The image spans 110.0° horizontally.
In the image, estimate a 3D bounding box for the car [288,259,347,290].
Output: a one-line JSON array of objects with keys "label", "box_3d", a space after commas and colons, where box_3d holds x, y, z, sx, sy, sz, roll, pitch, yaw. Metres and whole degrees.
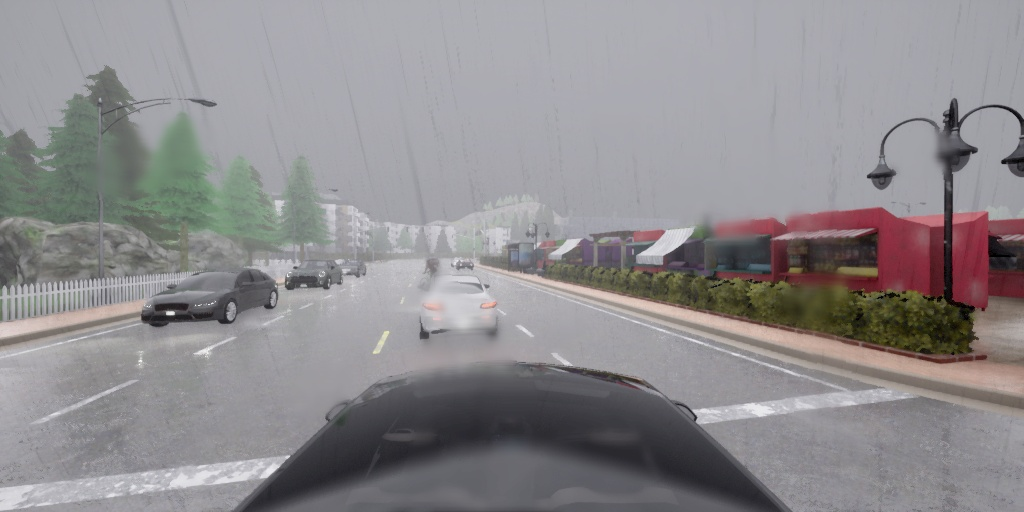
[{"label": "car", "box_3d": [-11.490, 0.966, 21.073, 2.097, 1.767, 4.553, 0, 0, -13]}]

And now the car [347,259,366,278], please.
[{"label": "car", "box_3d": [-13.734, 1.034, 30.684, 2.128, 1.511, 4.902, 0, 0, -13]}]

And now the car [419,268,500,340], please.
[{"label": "car", "box_3d": [-1.521, 1.225, 9.807, 1.812, 1.442, 4.674, 0, 0, -13]}]

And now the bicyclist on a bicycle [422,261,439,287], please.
[{"label": "bicyclist on a bicycle", "box_3d": [-4.401, 1.078, 19.642, 0.582, 1.620, 1.656, 0, 1, 25]}]

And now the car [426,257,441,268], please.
[{"label": "car", "box_3d": [-11.096, 0.898, 50.810, 1.837, 1.490, 4.892, 0, 0, -13]}]

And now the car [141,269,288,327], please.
[{"label": "car", "box_3d": [-9.241, 1.190, 11.483, 1.837, 1.490, 4.892, 0, 0, -13]}]

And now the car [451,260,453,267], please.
[{"label": "car", "box_3d": [-7.890, 0.906, 52.647, 1.812, 1.442, 4.674, 0, 0, -13]}]

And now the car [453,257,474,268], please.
[{"label": "car", "box_3d": [-5.830, 1.048, 43.775, 1.895, 1.301, 4.718, 0, 0, -13]}]
